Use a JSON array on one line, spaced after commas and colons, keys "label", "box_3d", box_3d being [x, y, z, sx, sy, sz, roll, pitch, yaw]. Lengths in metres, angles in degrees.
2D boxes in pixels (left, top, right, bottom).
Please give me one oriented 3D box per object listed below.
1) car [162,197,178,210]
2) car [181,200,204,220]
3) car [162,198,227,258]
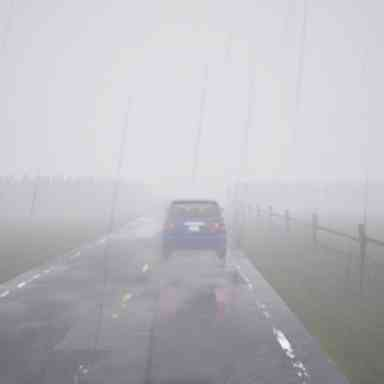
[{"label": "car", "box_3d": [-2.851, 1.511, 44.102, 1.882, 1.535, 5.008, 0, 0, 0]}, {"label": "car", "box_3d": [0.078, 1.518, 29.148, 1.837, 1.490, 4.892, 0, 0, 0]}, {"label": "car", "box_3d": [0.080, 1.221, 12.854, 2.150, 2.045, 5.566, 0, 0, 0]}]
